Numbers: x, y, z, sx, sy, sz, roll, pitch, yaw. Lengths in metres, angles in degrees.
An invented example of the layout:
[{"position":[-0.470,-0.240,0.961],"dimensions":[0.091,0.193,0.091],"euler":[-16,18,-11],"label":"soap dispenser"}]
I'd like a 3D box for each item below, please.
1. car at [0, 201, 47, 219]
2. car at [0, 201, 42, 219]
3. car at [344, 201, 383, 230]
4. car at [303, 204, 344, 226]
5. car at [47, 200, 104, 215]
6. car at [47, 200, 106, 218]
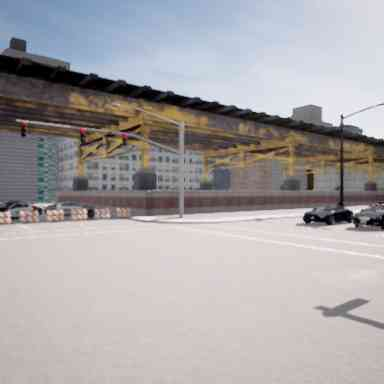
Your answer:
[{"position":[-14.276,1.498,26.170],"dimensions":[2.038,1.542,4.974],"euler":[0,0,18],"label":"car"},{"position":[-14.260,1.340,26.219],"dimensions":[1.853,1.218,4.536],"euler":[0,0,18],"label":"car"},{"position":[12.240,1.509,21.315],"dimensions":[4.902,1.511,2.128],"euler":[0,0,-35],"label":"car"},{"position":[9.866,1.587,23.921],"dimensions":[4.181,1.385,1.994],"euler":[0,0,-36],"label":"car"},{"position":[-10.416,1.343,29.922],"dimensions":[4.536,1.218,1.853],"euler":[0,0,-7],"label":"car"},{"position":[-10.365,1.500,29.928],"dimensions":[4.974,1.542,2.038],"euler":[0,0,-7],"label":"car"}]
